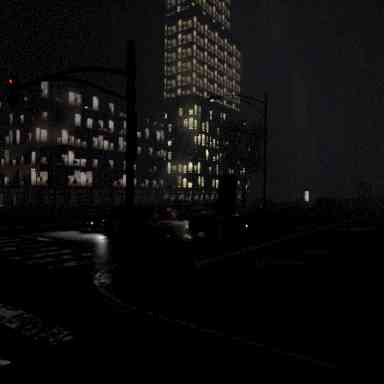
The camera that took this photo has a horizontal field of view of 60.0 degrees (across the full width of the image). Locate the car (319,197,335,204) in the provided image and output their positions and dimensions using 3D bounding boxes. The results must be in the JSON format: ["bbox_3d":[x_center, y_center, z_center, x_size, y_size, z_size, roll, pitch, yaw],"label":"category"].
[{"bbox_3d":[28.281,1.848,69.530,1.947,1.339,4.313,1,0,36],"label":"car"}]

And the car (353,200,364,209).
[{"bbox_3d":[25.126,1.773,51.158,1.967,1.590,4.097,1,0,36],"label":"car"}]

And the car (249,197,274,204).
[{"bbox_3d":[7.775,1.492,37.390,2.097,1.767,4.553,1,0,37],"label":"car"}]

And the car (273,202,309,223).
[{"bbox_3d":[8.062,1.778,27.850,1.802,1.307,4.206,1,0,36],"label":"car"}]

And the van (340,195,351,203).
[{"bbox_3d":[38.179,1.705,82.923,1.690,1.788,3.998,1,0,36],"label":"van"}]

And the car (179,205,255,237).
[{"bbox_3d":[1.548,1.696,19.034,2.008,1.369,4.403,1,0,36],"label":"car"}]

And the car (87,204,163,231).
[{"bbox_3d":[-4.306,1.549,21.066,1.837,1.490,4.892,1,0,36],"label":"car"}]

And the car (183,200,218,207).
[{"bbox_3d":[1.689,1.569,29.175,1.882,1.535,5.008,1,0,36],"label":"car"}]

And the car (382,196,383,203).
[{"bbox_3d":[41.622,1.783,73.480,2.192,1.841,5.009,1,0,36],"label":"car"}]

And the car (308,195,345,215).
[{"bbox_3d":[15.299,1.569,37.716,2.192,1.841,5.009,1,0,36],"label":"car"}]

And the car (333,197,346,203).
[{"bbox_3d":[34.777,1.861,78.323,1.752,1.417,4.829,1,0,36],"label":"car"}]

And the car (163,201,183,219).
[{"bbox_3d":[-1.511,1.481,29.427,1.967,1.590,4.097,1,0,36],"label":"car"}]

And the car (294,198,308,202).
[{"bbox_3d":[18.283,1.726,56.000,1.752,1.417,4.829,1,0,36],"label":"car"}]

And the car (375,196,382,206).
[{"bbox_3d":[35.122,1.940,64.688,1.752,1.417,4.829,1,0,36],"label":"car"}]

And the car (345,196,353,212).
[{"bbox_3d":[18.570,1.720,42.201,1.967,1.590,4.097,1,0,36],"label":"car"}]

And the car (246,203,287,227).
[{"bbox_3d":[4.806,1.737,23.443,1.947,1.339,4.313,1,0,36],"label":"car"}]
